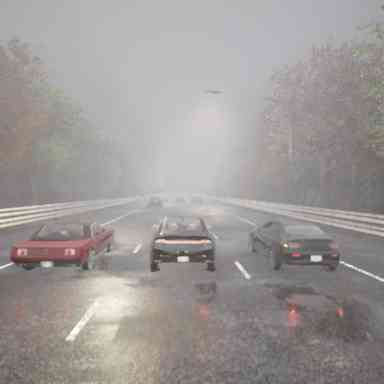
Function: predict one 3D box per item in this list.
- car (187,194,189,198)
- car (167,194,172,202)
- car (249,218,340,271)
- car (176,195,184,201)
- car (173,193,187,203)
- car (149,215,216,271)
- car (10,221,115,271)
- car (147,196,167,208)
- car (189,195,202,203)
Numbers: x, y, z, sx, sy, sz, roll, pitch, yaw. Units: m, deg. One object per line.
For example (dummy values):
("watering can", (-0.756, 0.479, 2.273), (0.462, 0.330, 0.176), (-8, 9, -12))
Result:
("car", (0.407, 1.596, 86.588), (1.837, 1.490, 4.892), (1, 0, -2))
("car", (-6.138, 1.616, 74.084), (1.895, 1.301, 4.718), (1, 0, -2))
("car", (3.187, 1.580, 11.045), (1.812, 1.442, 4.674), (1, 0, -2))
("car", (-3.230, 1.597, 90.239), (2.033, 1.411, 5.357), (1, 0, -2))
("car", (-2.483, 1.536, 69.969), (1.882, 1.535, 5.008), (1, 0, -2))
("car", (-0.310, 1.508, 10.924), (2.128, 1.511, 4.902), (1, 0, -2))
("car", (-3.810, 1.579, 10.789), (1.895, 1.301, 4.718), (1, 0, -2))
("car", (-5.166, 1.366, 47.742), (2.097, 1.767, 4.553), (1, 0, -2))
("car", (1.010, 1.451, 70.242), (2.097, 1.767, 4.553), (1, 0, -2))
